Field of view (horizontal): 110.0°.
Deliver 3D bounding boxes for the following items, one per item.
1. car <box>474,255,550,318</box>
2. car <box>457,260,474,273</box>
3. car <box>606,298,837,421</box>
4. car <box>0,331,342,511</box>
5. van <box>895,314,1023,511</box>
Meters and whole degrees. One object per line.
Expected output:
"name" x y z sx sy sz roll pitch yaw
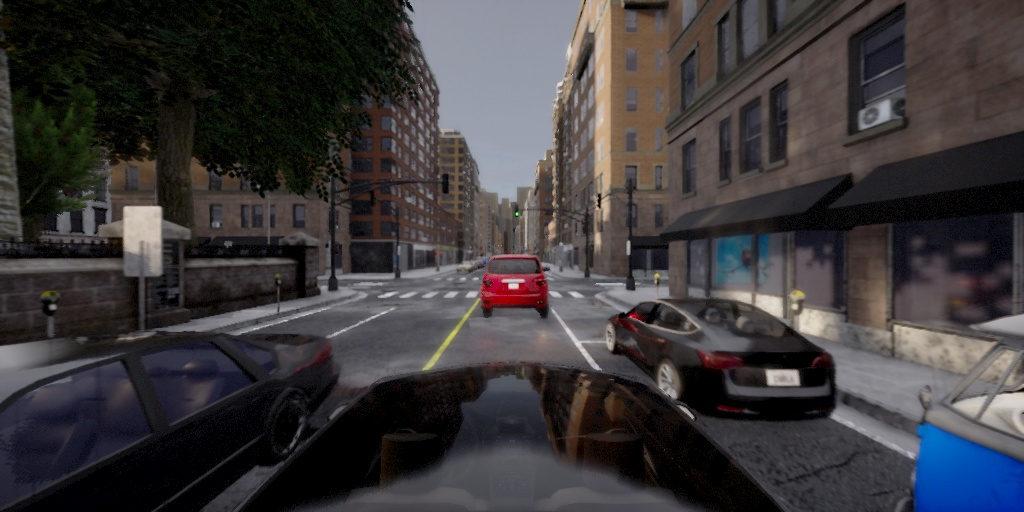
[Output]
"car" 0.222 0.970 13.198 2.150 2.045 5.566 0 0 4
"car" -5.672 1.262 43.672 1.751 1.417 4.829 0 0 0
"car" 2.856 1.315 5.854 1.948 1.339 4.313 0 0 0
"car" -3.073 1.297 2.189 2.033 1.411 5.357 0 0 0
"van" 2.856 1.090 0.193 1.690 1.789 3.998 0 0 0
